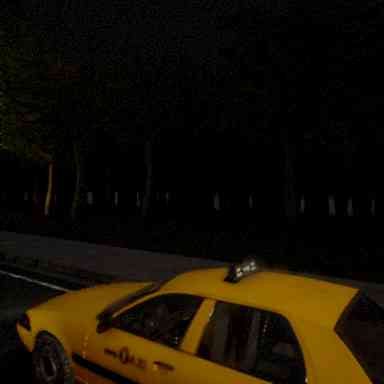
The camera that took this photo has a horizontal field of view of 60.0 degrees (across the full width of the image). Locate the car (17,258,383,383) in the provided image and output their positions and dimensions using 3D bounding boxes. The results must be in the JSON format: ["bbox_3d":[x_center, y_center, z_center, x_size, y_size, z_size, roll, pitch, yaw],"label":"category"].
[{"bbox_3d":[0.248,1.456,3.385,5.366,1.575,1.801,0,0,35],"label":"car"}]
